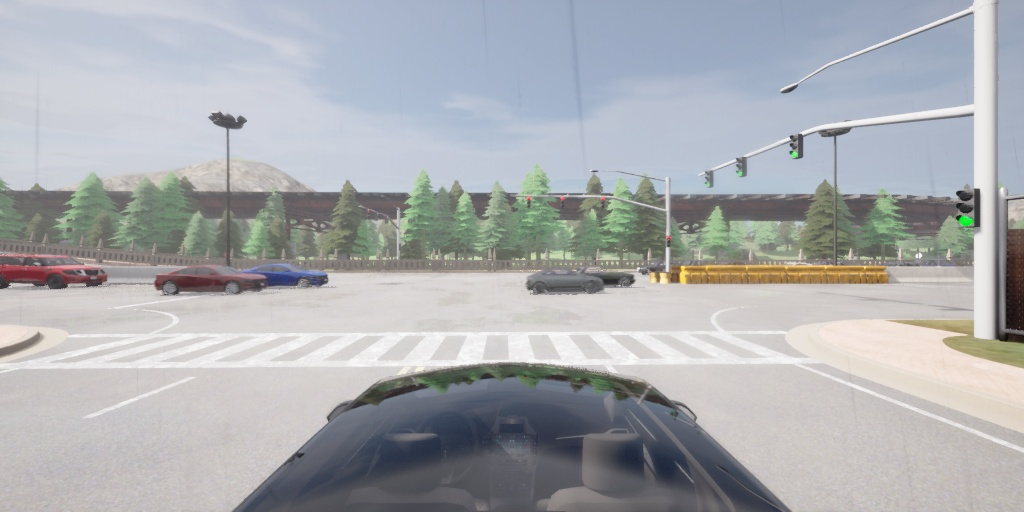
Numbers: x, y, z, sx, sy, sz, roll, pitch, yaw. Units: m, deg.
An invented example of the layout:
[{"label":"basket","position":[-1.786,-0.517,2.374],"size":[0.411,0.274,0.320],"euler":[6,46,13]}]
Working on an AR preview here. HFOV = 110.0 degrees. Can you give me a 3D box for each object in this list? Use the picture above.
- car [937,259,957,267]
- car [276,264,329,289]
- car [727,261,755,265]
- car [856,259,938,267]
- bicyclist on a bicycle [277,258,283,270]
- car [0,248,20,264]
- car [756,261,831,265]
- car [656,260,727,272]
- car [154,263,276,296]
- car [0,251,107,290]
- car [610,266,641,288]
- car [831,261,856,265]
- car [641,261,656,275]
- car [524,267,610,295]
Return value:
[{"label":"car","position":[39.989,1.102,34.704],"size":[4.553,1.767,2.097],"euler":[0,0,-2]},{"label":"car","position":[-14.148,1.227,22.341],"size":[5.008,1.535,1.882],"euler":[0,0,-2]},{"label":"car","position":[20.523,1.255,34.119],"size":[4.892,1.490,1.837],"euler":[0,0,-2]},{"label":"car","position":[33.224,1.255,31.006],"size":[4.892,1.490,1.837],"euler":[0,0,-2]},{"label":"bicyclist on a bicycle","position":[-28.446,1.041,43.896],"size":[0.582,1.620,1.656],"euler":[0,0,-2]},{"label":"car","position":[-52.823,-0.209,35.431],"size":[5.357,1.411,2.033],"euler":[7,0,-2]},{"label":"car","position":[24.017,1.276,30.708],"size":[4.674,1.442,1.812],"euler":[0,0,-2]},{"label":"car","position":[15.188,1.102,30.453],"size":[4.553,1.767,2.097],"euler":[0,0,-2]},{"label":"car","position":[-15.628,1.228,18.794],"size":[5.008,1.535,1.882],"euler":[0,0,-2]},{"label":"car","position":[-28.413,0.944,21.907],"size":[5.566,2.045,2.150],"euler":[1,0,-2]},{"label":"car","position":[5.384,1.351,22.946],"size":[4.718,1.301,1.895],"euler":[0,0,-2]},{"label":"car","position":[30.021,1.241,34.410],"size":[4.902,1.511,2.128],"euler":[0,0,-2]},{"label":"car","position":[15.582,1.241,37.468],"size":[4.902,1.511,2.128],"euler":[0,0,-2]},{"label":"car","position":[2.767,1.314,19.363],"size":[4.181,1.385,1.994],"euler":[0,0,-2]}]
